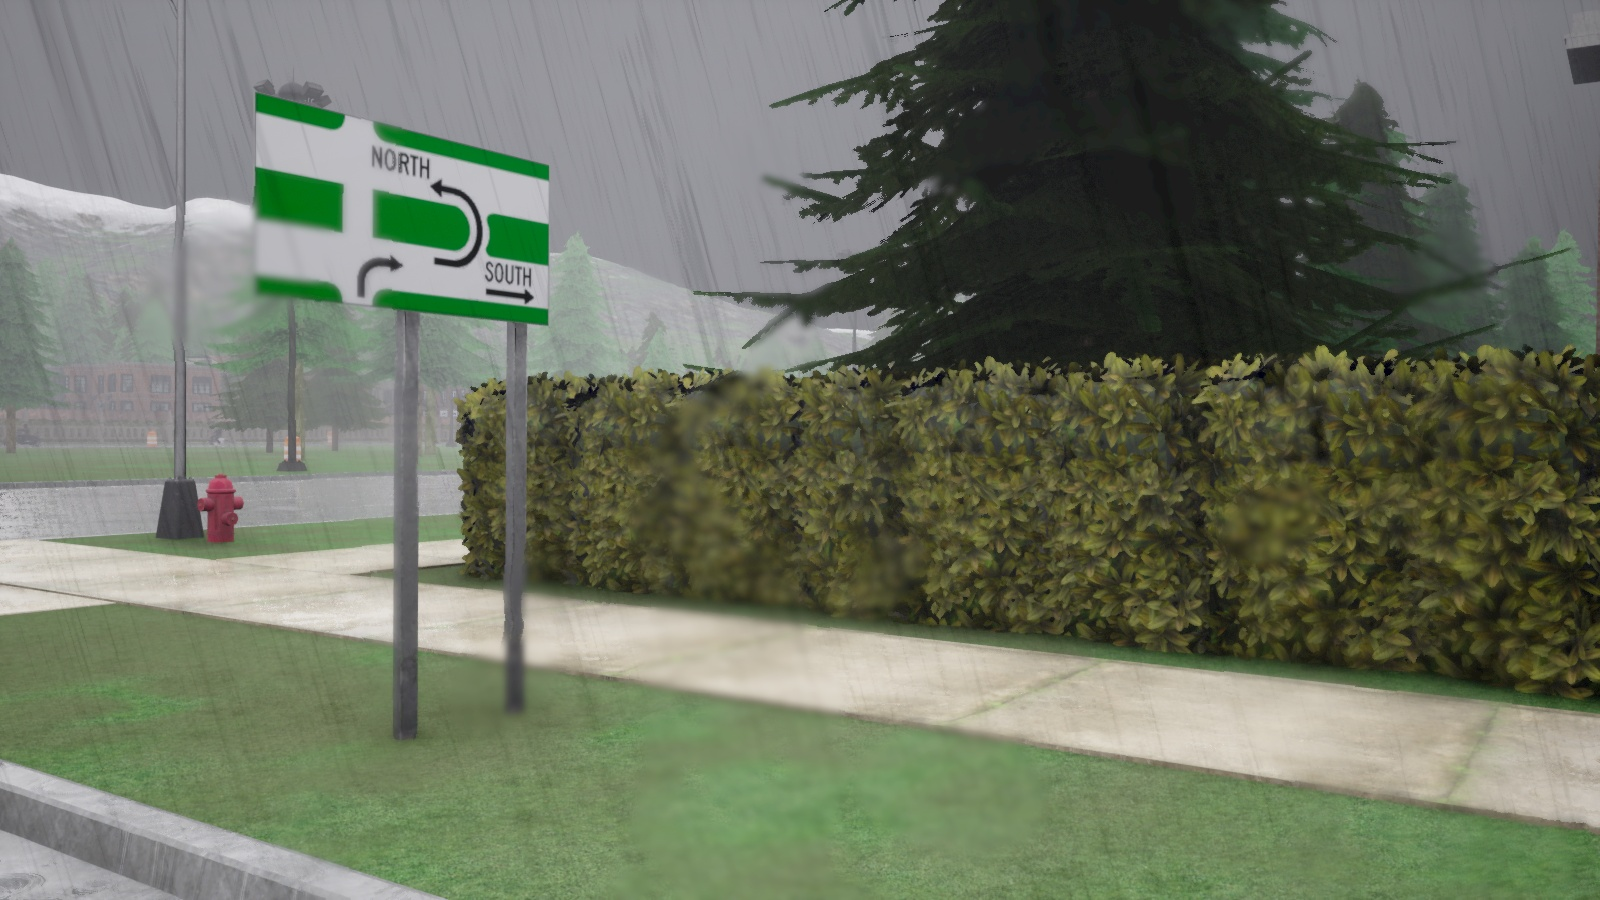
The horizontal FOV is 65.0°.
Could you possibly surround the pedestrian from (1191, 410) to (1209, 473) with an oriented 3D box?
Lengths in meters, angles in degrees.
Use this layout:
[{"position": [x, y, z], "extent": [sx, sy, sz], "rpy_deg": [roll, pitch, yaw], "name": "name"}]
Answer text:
[{"position": [11.704, -0.248, 36.773], "extent": [0.345, 1.836, 0.594], "rpy_deg": [0, 1, 34], "name": "pedestrian"}]
